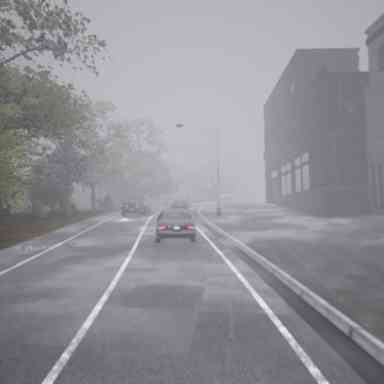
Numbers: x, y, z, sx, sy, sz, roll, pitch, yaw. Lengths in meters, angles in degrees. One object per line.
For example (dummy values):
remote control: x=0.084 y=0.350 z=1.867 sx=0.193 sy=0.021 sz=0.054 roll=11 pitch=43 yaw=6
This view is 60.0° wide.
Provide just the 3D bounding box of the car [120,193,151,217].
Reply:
car: x=-5.160 y=1.138 z=31.171 sx=2.150 sy=2.045 sz=5.566 roll=0 pitch=0 yaw=0

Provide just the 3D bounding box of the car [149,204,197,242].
car: x=-0.835 y=1.535 z=16.355 sx=2.033 sy=1.411 sz=5.357 roll=0 pitch=0 yaw=-5

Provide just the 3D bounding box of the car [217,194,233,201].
car: x=7.156 y=1.149 z=71.125 sx=1.812 sy=1.442 sz=4.674 roll=-4 pitch=-1 yaw=35

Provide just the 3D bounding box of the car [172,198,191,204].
car: x=-1.237 y=1.400 z=40.317 sx=1.994 sy=1.385 sz=4.181 roll=-1 pitch=0 yaw=6
